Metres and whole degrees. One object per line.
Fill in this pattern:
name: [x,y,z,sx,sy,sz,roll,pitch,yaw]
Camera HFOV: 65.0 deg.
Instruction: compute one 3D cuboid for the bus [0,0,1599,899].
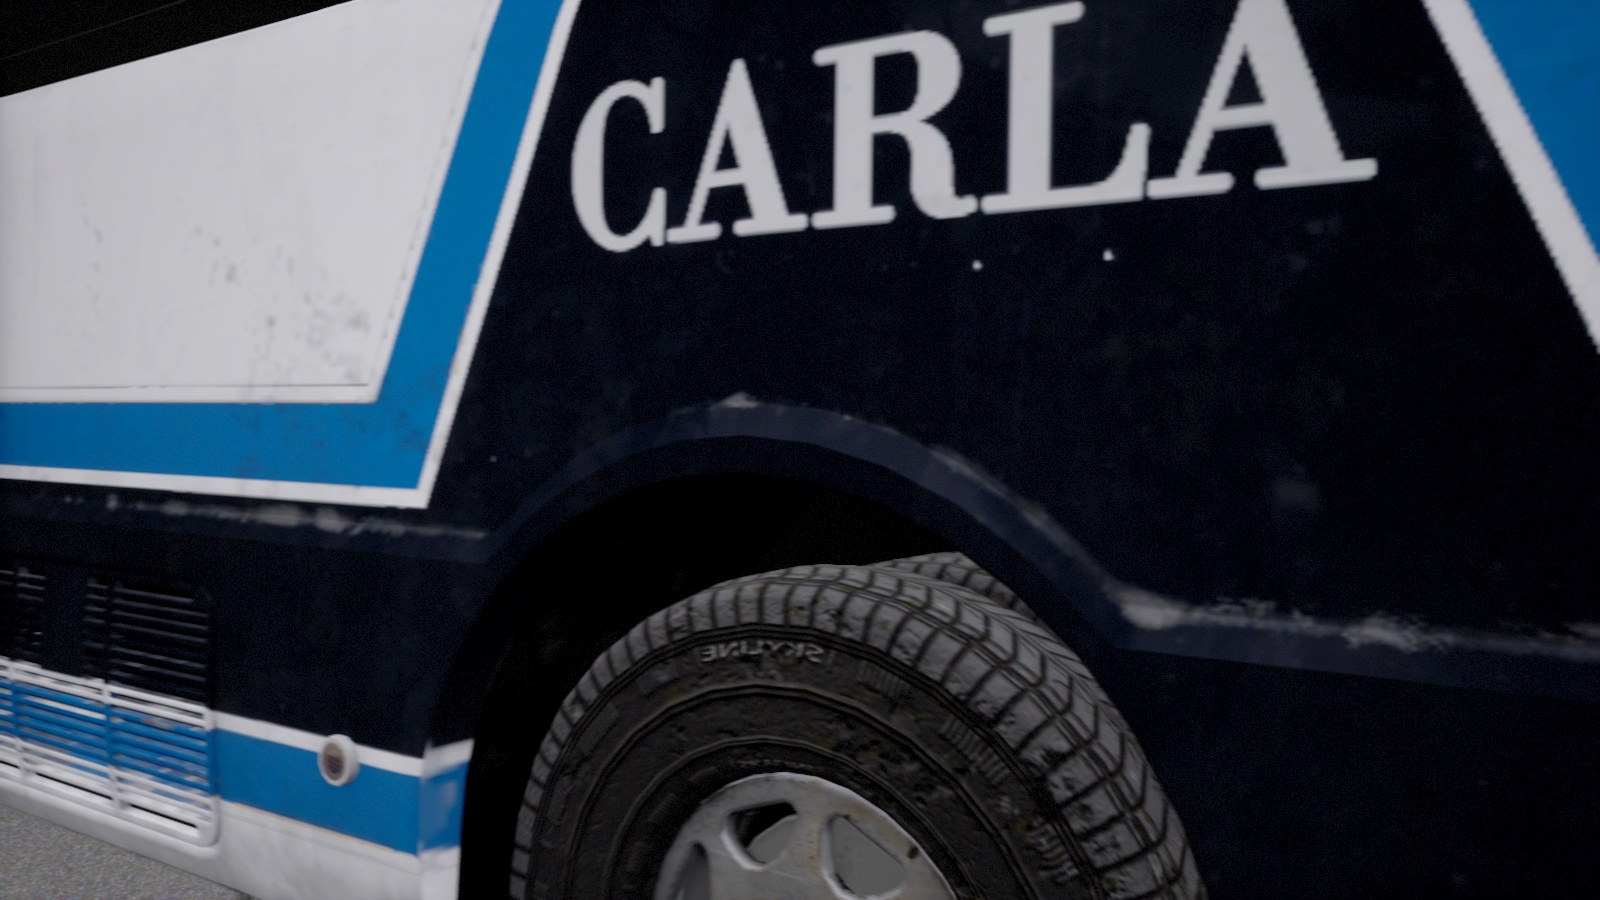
bus: [-1.449,-0.687,4.592,10.273,4.253,3.944,0,1,33]
